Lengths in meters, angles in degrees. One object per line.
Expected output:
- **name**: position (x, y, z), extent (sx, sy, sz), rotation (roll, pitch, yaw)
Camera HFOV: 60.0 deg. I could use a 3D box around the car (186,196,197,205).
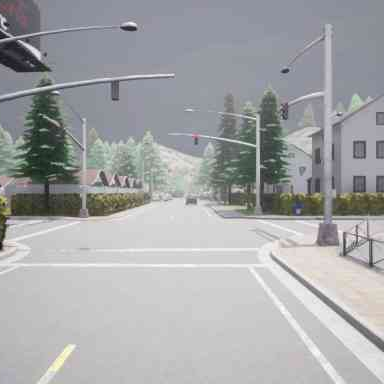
- **car**: position (-0.086, 1.521, 59.288), extent (1.837, 1.490, 4.892), rotation (0, 0, 0)
